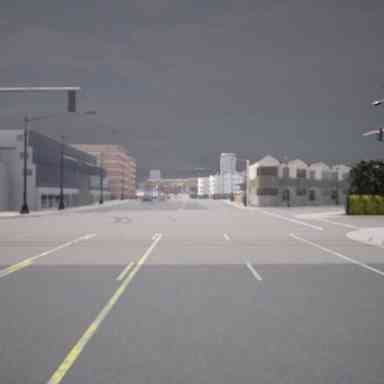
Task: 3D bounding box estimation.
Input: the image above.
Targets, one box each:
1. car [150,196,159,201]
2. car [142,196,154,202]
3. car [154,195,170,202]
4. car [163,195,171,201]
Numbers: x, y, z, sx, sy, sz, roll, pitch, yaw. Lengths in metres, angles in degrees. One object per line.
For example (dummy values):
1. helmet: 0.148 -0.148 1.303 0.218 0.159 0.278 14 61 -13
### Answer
1. car: -10.573 1.704 93.862 1.895 1.301 4.718 0 0 0
2. car: -10.561 1.720 78.014 1.895 1.301 4.718 0 1 0
3. car: -7.061 1.480 78.073 2.097 1.767 4.553 0 1 0
4. car: -7.073 1.649 93.895 2.033 1.411 5.357 0 0 0
